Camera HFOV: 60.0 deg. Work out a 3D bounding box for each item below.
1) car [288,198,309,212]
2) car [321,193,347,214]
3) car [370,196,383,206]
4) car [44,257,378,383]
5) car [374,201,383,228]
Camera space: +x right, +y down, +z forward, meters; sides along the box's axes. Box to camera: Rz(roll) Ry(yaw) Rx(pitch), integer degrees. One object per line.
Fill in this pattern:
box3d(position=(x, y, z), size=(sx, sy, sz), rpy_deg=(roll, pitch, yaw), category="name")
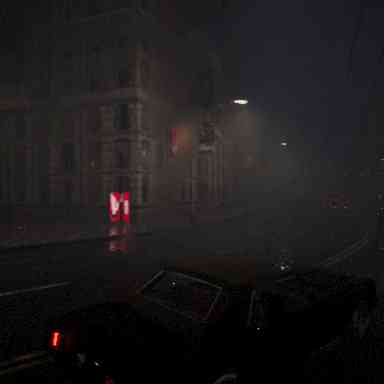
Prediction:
box3d(position=(11.900, 1.424, 36.856), size=(1.812, 1.442, 4.674), rpy_deg=(0, 0, 22), category="car")
box3d(position=(14.659, 1.117, 34.333), size=(2.150, 2.045, 5.566), rpy_deg=(0, 0, 22), category="car")
box3d(position=(28.918, 1.302, 51.460), size=(2.128, 1.511, 4.902), rpy_deg=(0, 0, 21), category="car")
box3d(position=(0.722, 1.591, 4.532), size=(4.718, 1.301, 1.895), rpy_deg=(0, 0, -41), category="car")
box3d(position=(12.901, 1.483, 20.894), size=(1.994, 1.385, 4.181), rpy_deg=(0, 0, 26), category="car")
